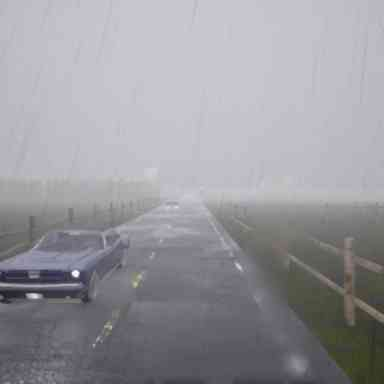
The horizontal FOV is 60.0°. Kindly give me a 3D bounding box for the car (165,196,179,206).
[{"bbox_3d":[-2.820,1.326,48.665,2.033,1.411,5.357,0,0,0],"label":"car"}]

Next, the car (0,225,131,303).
[{"bbox_3d":[-2.848,1.565,8.212,1.895,1.301,4.718,0,0,0],"label":"car"}]

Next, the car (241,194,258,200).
[{"bbox_3d":[14.081,1.283,81.034,4.181,1.385,1.994,0,0,1],"label":"car"}]
